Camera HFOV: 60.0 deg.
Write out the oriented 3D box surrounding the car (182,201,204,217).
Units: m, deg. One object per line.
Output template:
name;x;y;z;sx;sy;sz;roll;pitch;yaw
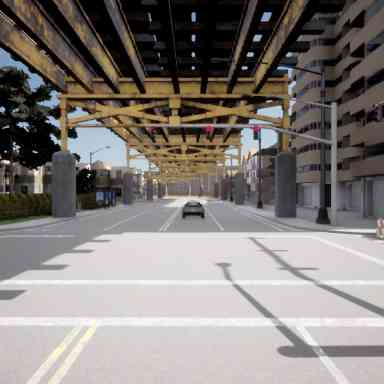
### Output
car;0.119;1.564;31.027;1.994;1.385;4.181;0;0;0
